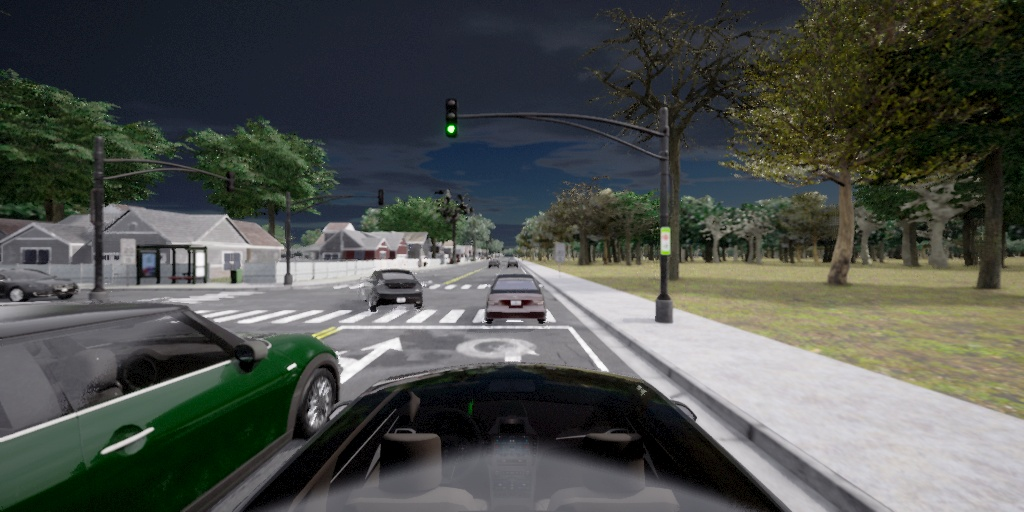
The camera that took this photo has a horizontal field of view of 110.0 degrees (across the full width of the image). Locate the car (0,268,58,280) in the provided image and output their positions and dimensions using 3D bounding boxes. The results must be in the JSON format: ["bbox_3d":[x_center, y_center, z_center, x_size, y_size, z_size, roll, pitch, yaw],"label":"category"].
[{"bbox_3d":[-22.939,1.315,16.453,4.892,1.490,1.837,0,0,0],"label":"car"}]

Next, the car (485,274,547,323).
[{"bbox_3d":[0.105,1.317,12.199,2.033,1.411,5.357,0,0,0],"label":"car"}]

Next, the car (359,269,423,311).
[{"bbox_3d":[-5.037,1.286,14.824,1.837,1.490,4.892,2,0,-28],"label":"car"}]

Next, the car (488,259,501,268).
[{"bbox_3d":[-3.130,1.347,61.954,1.837,1.490,4.892,0,0,0],"label":"car"}]

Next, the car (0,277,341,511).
[{"bbox_3d":[-3.150,1.103,2.561,2.097,1.767,4.553,0,0,0],"label":"car"}]

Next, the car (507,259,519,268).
[{"bbox_3d":[0.120,1.319,61.936,1.882,1.535,5.008,0,0,0],"label":"car"}]
